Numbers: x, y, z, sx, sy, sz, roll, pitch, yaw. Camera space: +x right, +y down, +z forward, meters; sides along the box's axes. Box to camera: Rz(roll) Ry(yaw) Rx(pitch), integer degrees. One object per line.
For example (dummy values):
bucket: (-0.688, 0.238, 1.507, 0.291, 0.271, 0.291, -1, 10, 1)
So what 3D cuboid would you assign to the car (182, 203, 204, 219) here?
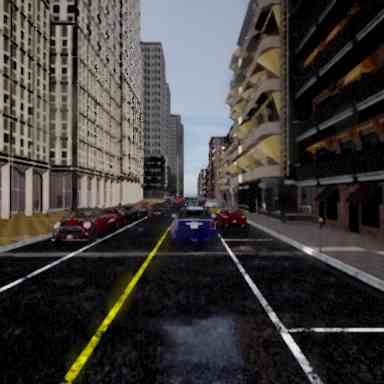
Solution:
car: (0.098, 1.839, 32.928, 1.994, 1.385, 4.181, 0, 0, 0)

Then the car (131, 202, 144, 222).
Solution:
car: (-5.690, 1.806, 28.779, 1.947, 1.339, 4.313, 0, 0, 0)

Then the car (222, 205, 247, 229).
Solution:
car: (2.691, 1.738, 23.129, 1.887, 1.381, 4.507, 0, 0, 0)

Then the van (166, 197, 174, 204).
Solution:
van: (-5.687, 2.085, 85.264, 1.690, 1.788, 3.998, 0, -1, 0)

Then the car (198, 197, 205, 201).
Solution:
car: (2.694, 2.222, 73.964, 1.802, 1.307, 4.206, 0, -1, 0)

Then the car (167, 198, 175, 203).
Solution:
car: (-5.686, 2.348, 90.910, 2.008, 1.369, 4.403, 0, -1, 0)

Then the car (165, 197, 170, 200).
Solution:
car: (-5.686, 2.258, 79.613, 1.947, 1.339, 4.313, 0, -1, 0)

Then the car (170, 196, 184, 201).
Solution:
car: (-2.996, 1.849, 73.033, 2.150, 2.045, 5.566, 0, -1, 0)

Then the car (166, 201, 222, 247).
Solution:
car: (0.095, 1.486, 16.007, 2.097, 1.767, 4.553, 0, 0, 0)

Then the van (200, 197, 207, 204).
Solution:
van: (2.694, 2.033, 79.615, 1.690, 1.788, 3.998, 0, -1, 0)

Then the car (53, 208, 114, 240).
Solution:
car: (-5.690, 1.586, 17.483, 1.967, 1.590, 4.097, 0, 0, 0)

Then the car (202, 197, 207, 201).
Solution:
car: (3.002, 1.976, 52.936, 1.812, 1.442, 4.674, 0, -1, 0)

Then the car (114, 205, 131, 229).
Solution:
car: (-5.689, 1.774, 23.129, 1.802, 1.307, 4.206, 0, 0, 0)

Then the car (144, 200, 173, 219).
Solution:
car: (-3.097, 1.771, 31.904, 1.837, 1.490, 4.892, 0, -1, 0)
